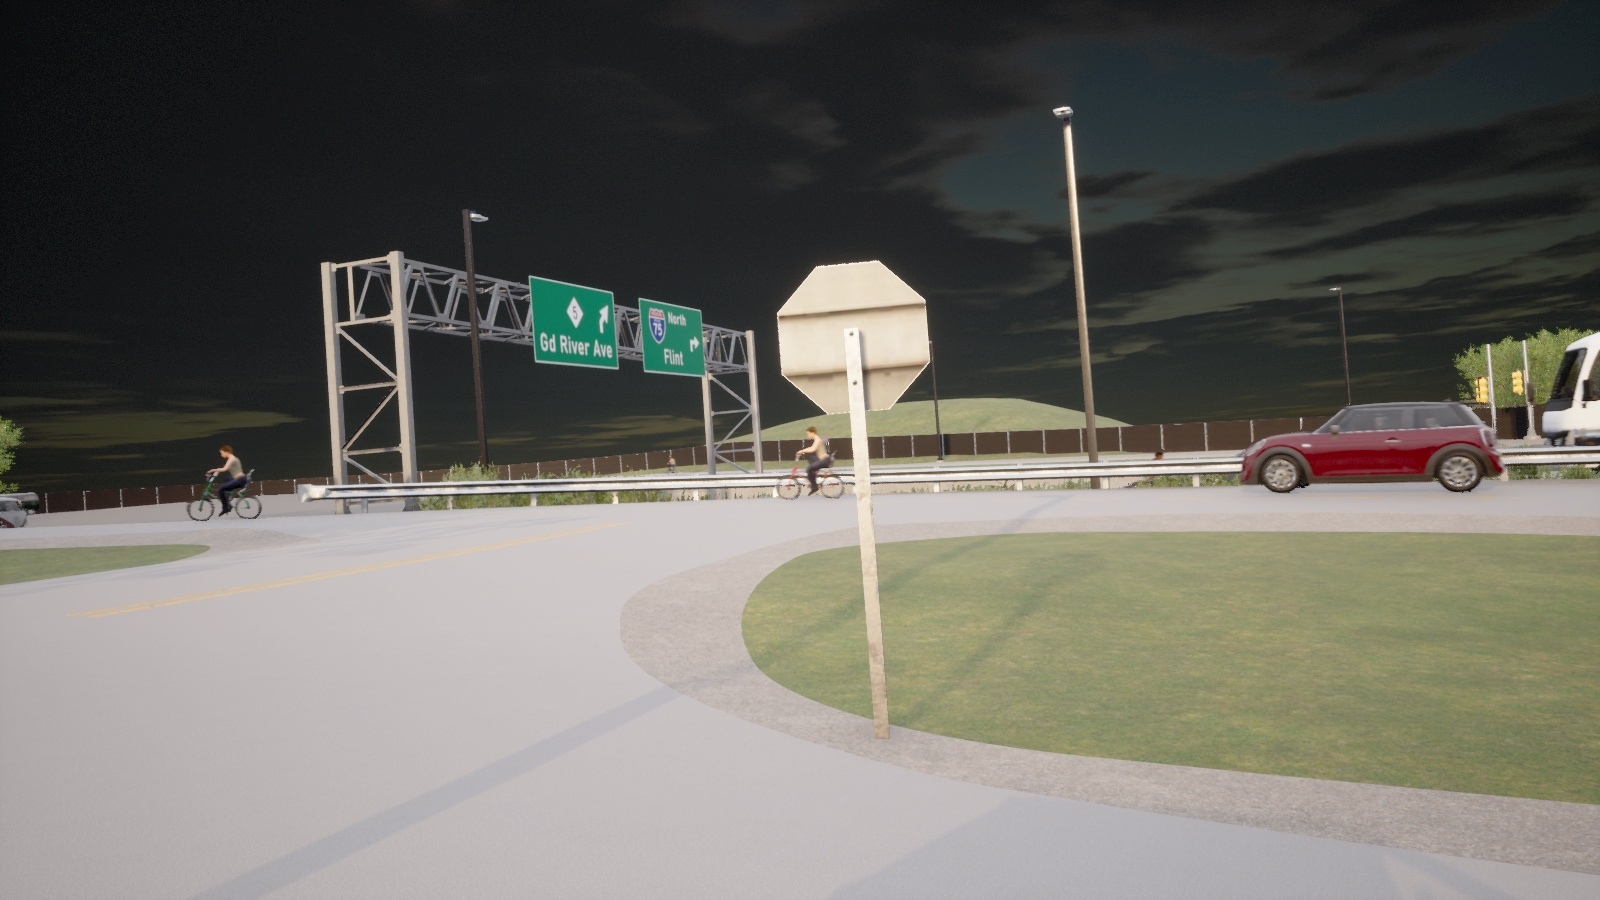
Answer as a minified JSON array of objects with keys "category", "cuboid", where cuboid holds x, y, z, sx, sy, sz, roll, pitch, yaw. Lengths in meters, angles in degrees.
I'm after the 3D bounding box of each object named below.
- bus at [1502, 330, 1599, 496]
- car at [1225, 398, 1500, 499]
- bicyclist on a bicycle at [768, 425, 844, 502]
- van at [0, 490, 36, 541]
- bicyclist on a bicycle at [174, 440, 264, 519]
[{"category":"bus","cuboid":[24.750,-1.163,33.085,10.273,4.253,3.944,-3,0,21]},{"category":"car","cuboid":[10.718,-0.016,24.002,4.553,1.767,2.097,-1,1,31]},{"category":"bicyclist on a bicycle","cuboid":[0.137,0.297,27.330,1.509,1.612,0.866,-2,0,8]},{"category":"van","cuboid":[-33.741,2.729,51.123,4.442,1.987,1.775,-3,-1,11]},{"category":"bicyclist on a bicycle","cuboid":[-12.315,0.619,26.671,1.509,1.612,0.866,-2,0,-9]}]
